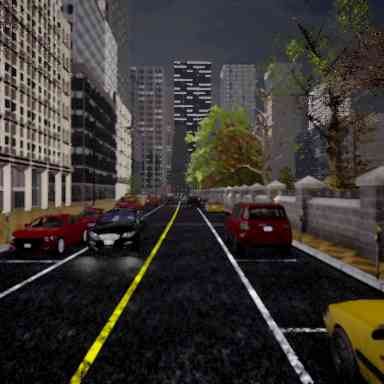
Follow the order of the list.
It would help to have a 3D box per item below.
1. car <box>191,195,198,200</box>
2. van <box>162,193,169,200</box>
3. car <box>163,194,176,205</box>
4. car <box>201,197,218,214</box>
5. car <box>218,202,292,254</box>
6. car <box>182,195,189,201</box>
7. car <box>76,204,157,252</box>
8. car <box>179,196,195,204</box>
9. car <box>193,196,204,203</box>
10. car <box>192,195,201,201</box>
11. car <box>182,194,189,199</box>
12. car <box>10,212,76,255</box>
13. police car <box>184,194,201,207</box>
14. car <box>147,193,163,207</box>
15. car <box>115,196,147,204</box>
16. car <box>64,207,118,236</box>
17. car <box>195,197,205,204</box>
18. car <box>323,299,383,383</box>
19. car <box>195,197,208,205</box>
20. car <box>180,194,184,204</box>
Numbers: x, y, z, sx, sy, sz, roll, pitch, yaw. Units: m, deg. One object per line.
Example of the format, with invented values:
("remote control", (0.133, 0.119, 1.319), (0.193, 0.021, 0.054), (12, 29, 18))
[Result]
("car", (0.710, 1.536, 91.117), (1.802, 1.307, 4.206), (0, 0, -2))
("van", (-7.314, 1.297, 90.979), (1.690, 1.788, 3.998), (0, 0, -2))
("car", (-3.685, 1.487, 56.959), (1.837, 1.490, 4.892), (0, 0, -1))
("car", (2.205, 1.520, 35.815), (1.752, 1.417, 4.829), (0, 0, -1))
("car", (2.508, 1.315, 13.457), (2.192, 1.841, 5.009), (0, 0, 0))
("car", (-1.642, 1.385, 83.675), (1.812, 1.442, 4.674), (0, 0, -2))
("car", (-2.919, 1.492, 14.052), (2.128, 1.511, 4.902), (0, 0, 0))
("car", (-0.993, 1.482, 66.460), (1.837, 1.490, 4.892), (0, 0, 15))
("car", (1.343, 1.540, 68.926), (1.947, 1.339, 4.313), (0, 0, -2))
("car", (1.027, 1.531, 80.022), (1.947, 1.339, 4.313), (0, 0, -2))
("car", (-1.966, 1.351, 95.095), (2.033, 1.411, 5.357), (0, 0, -2))
("car", (-5.516, 1.546, 13.371), (1.887, 1.381, 4.507), (0, 0, 0))
("police car", (0.132, 1.413, 50.266), (1.930, 1.638, 5.238), (0, 0, -2))
("car", (-6.210, 1.303, 52.205), (2.192, 1.841, 5.009), (0, 0, -2))
("car", (-5.717, 1.313, 30.014), (2.192, 1.841, 5.009), (0, 0, -1))
("car", (-5.568, 1.583, 18.921), (1.802, 1.307, 4.206), (0, 0, -1))
("car", (1.501, 1.560, 63.379), (1.802, 1.307, 4.206), (0, 0, -2))
("car", (2.561, 1.525, 2.529), (1.752, 1.417, 4.829), (0, 0, 0))
("car", (1.660, 1.533, 57.831), (2.008, 1.369, 4.403), (0, 0, -2))
("car", (-0.741, 1.486, 59.872), (1.837, 1.490, 4.892), (0, 0, -17))
